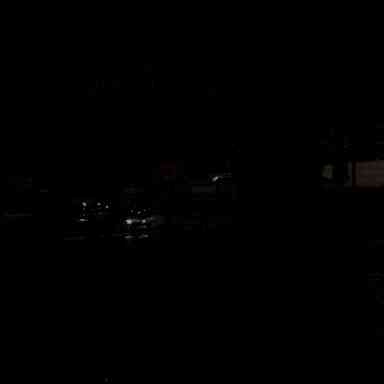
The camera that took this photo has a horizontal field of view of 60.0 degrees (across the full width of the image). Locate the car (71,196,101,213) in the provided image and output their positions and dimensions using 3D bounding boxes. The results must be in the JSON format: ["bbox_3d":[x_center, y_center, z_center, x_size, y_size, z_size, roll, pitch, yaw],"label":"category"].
[{"bbox_3d":[-11.776,1.283,36.744,2.097,1.767,4.553,-1,0,-37],"label":"car"}]

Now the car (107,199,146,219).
[{"bbox_3d":[-5.769,1.432,28.780,1.837,1.490,4.892,-1,0,-37],"label":"car"}]
